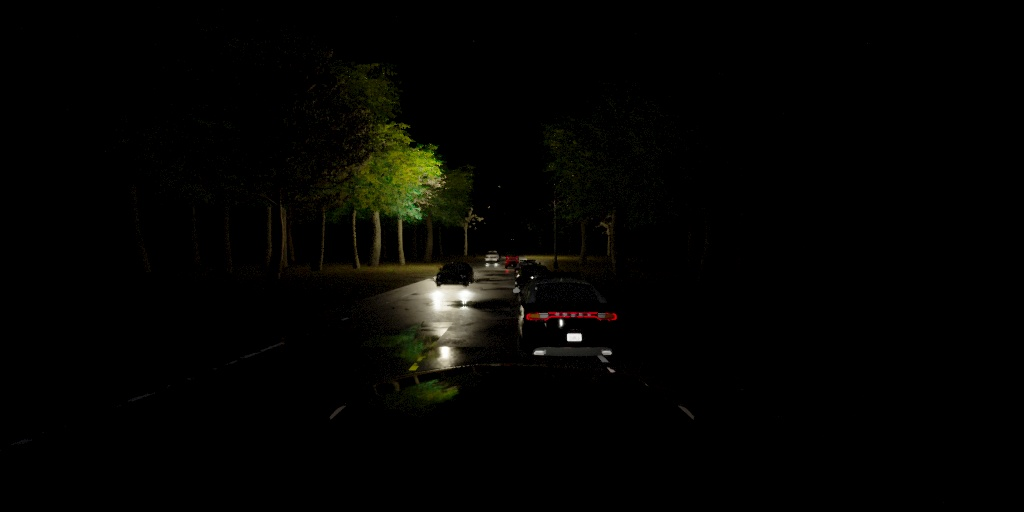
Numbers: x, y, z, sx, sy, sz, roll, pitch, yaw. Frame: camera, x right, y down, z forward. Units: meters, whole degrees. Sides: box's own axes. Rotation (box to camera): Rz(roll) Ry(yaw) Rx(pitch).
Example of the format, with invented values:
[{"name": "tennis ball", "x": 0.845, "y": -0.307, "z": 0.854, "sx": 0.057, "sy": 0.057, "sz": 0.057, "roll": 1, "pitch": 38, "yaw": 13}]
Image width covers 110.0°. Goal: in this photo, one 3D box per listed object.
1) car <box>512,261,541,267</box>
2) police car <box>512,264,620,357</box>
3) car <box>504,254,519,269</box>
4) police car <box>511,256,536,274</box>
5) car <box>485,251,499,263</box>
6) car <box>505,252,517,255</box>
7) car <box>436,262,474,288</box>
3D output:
[{"name": "car", "x": 1.061, "y": 1.198, "z": 18.534, "sx": 1.837, "sy": 1.490, "sz": 4.892, "roll": 0, "pitch": 0, "yaw": 0}, {"name": "police car", "x": 1.056, "y": 1.166, "z": 8.645, "sx": 1.930, "sy": 1.638, "sz": 5.238, "roll": 0, "pitch": 0, "yaw": 0}, {"name": "car", "x": 0.059, "y": 0.898, "z": 47.254, "sx": 1.812, "sy": 1.442, "sz": 4.674, "roll": 0, "pitch": 1, "yaw": 1}, {"name": "police car", "x": 1.065, "y": 1.068, "z": 24.645, "sx": 1.930, "sy": 1.638, "sz": 5.238, "roll": 0, "pitch": 0, "yaw": 0}, {"name": "car", "x": -3.524, "y": 0.177, "z": 63.815, "sx": 2.150, "sy": 2.045, "sz": 5.566, "roll": 0, "pitch": 2, "yaw": 1}, {"name": "car", "x": 0.035, "y": 0.288, "z": 60.139, "sx": 2.150, "sy": 2.045, "sz": 5.566, "roll": 0, "pitch": 2, "yaw": 0}, {"name": "car", "x": -3.586, "y": 1.133, "z": 23.103, "sx": 1.882, "sy": 1.535, "sz": 5.008, "roll": 0, "pitch": 0, "yaw": 0}]
